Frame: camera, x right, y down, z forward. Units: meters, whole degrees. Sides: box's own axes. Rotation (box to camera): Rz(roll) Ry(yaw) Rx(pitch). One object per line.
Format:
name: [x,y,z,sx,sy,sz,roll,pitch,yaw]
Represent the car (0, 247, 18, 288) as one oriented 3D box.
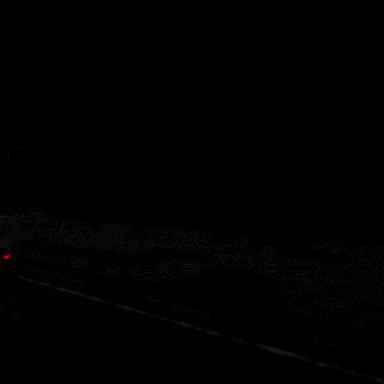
car: [-6.052,1.573,7.998,4.181,1.385,1.994,0,0,35]
